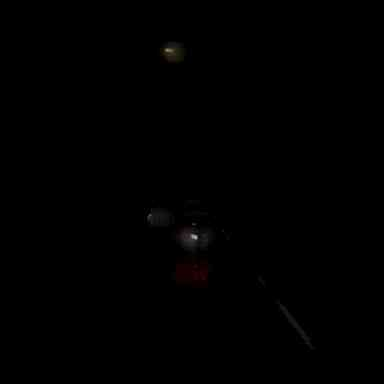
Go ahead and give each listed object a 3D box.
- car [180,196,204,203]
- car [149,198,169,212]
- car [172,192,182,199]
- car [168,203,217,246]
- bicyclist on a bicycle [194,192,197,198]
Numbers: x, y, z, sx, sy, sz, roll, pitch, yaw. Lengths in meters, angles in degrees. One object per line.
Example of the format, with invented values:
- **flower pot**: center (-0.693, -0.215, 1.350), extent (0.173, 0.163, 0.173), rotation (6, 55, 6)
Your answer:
- **car**: center (0.097, 1.389, 32.022), extent (1.882, 1.535, 5.008), rotation (0, 0, 0)
- **car**: center (-3.594, 1.367, 36.502), extent (1.882, 1.535, 5.008), rotation (0, 0, 0)
- **car**: center (-3.497, 0.697, 77.783), extent (2.097, 1.767, 4.553), rotation (0, 0, 0)
- **car**: center (0.094, 1.484, 15.184), extent (1.837, 1.490, 4.892), rotation (0, 0, 0)
- **bicyclist on a bicycle**: center (0.965, 0.839, 94.273), extent (0.659, 1.776, 1.843), rotation (0, 1, 0)
